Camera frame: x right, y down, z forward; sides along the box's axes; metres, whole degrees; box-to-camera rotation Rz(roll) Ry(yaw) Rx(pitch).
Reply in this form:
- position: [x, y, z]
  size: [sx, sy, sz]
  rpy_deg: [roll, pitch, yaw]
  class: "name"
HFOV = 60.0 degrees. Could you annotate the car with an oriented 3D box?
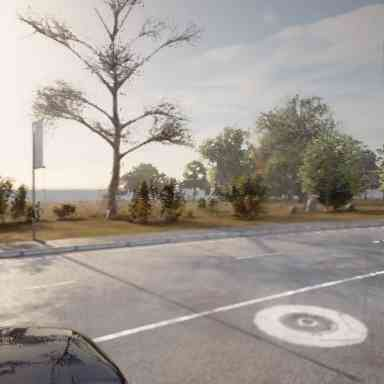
- position: [-2.381, 1.552, 1.906]
  size: [4.181, 1.385, 1.994]
  rpy_deg: [0, 0, -36]
  class: "car"
